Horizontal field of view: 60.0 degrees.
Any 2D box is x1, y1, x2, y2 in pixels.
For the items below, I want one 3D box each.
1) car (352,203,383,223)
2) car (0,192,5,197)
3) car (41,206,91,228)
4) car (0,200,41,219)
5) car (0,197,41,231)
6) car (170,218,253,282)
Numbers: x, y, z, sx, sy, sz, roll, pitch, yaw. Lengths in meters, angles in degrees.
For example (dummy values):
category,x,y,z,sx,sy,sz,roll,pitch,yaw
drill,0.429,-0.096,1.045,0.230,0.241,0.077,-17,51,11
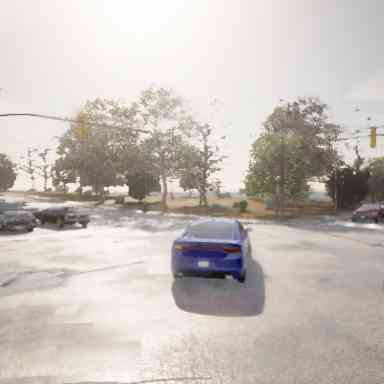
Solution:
category,x,y,z,sx,sy,sz,roll,pitch,yaw
car,14.301,1.604,26.386,1.812,1.442,4.674,0,0,44
car,-21.987,0.775,36.271,2.150,2.045,5.566,0,2,-44
car,-8.732,1.628,22.552,1.895,1.301,4.718,0,0,-44
car,-15.055,1.478,29.084,1.895,1.301,4.718,0,1,-44
car,-11.116,1.374,19.973,2.097,1.767,4.553,0,0,-44
car,0.758,1.507,10.061,1.882,1.535,5.008,1,0,11
